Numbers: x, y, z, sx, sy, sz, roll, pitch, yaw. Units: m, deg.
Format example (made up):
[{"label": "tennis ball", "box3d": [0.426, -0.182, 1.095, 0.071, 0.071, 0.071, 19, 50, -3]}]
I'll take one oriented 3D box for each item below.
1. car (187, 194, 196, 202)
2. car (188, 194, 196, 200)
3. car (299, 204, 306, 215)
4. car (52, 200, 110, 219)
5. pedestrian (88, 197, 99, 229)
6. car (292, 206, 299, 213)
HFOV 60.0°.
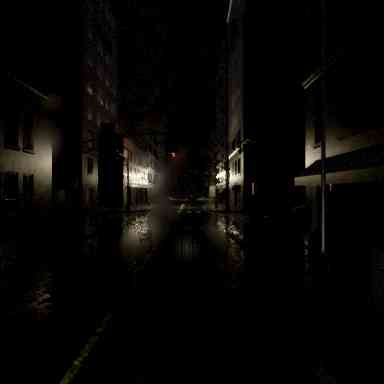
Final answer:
[{"label": "car", "box3d": [0.020, 1.465, 75.580, 1.812, 1.442, 4.674, 0, 0, 0]}, {"label": "car", "box3d": [0.021, 1.314, 85.583, 1.837, 1.490, 4.892, 0, 0, 0]}, {"label": "car", "box3d": [13.132, 1.210, 30.412, 5.566, 2.045, 2.150, 0, 0, 1]}, {"label": "car", "box3d": [-9.444, 1.589, 28.272, 4.718, 1.301, 1.895, 0, 0, -10]}, {"label": "pedestrian", "box3d": [-5.480, 1.139, 18.545, 0.375, 1.860, 0.375, 0, 0, 0]}, {"label": "car", "box3d": [12.431, 1.507, 32.988, 4.829, 1.417, 1.752, 0, 0, 1]}]
